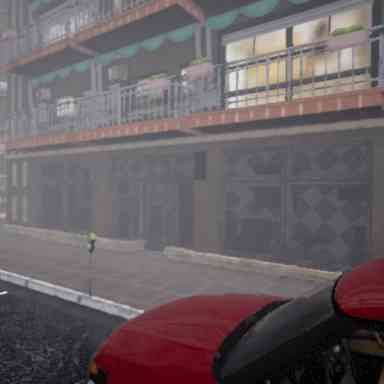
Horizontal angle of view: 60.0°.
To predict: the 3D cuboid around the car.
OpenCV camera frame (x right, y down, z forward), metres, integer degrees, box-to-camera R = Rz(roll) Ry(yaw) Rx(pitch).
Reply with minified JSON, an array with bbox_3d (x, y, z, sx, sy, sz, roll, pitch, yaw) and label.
[{"bbox_3d":[1.504,1.316,1.785,5.009,1.841,2.192,0,1,36],"label":"car"}]
